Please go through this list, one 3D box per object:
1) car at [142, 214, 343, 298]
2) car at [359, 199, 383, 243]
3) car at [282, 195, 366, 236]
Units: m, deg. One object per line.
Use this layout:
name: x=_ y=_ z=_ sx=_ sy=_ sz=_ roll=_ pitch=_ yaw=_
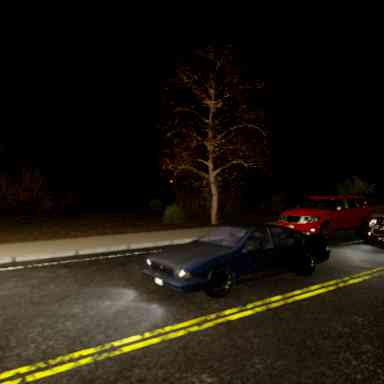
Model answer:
car: x=1.453 y=1.533 z=8.712 sx=5.357 sy=1.411 sz=2.033 roll=0 pitch=0 yaw=-36
car: x=9.680 y=1.312 z=14.602 sx=4.553 sy=1.767 sz=2.097 roll=0 pitch=0 yaw=-35
car: x=6.678 y=1.187 z=16.358 sx=5.566 sy=2.045 sz=2.150 roll=0 pitch=0 yaw=-35
